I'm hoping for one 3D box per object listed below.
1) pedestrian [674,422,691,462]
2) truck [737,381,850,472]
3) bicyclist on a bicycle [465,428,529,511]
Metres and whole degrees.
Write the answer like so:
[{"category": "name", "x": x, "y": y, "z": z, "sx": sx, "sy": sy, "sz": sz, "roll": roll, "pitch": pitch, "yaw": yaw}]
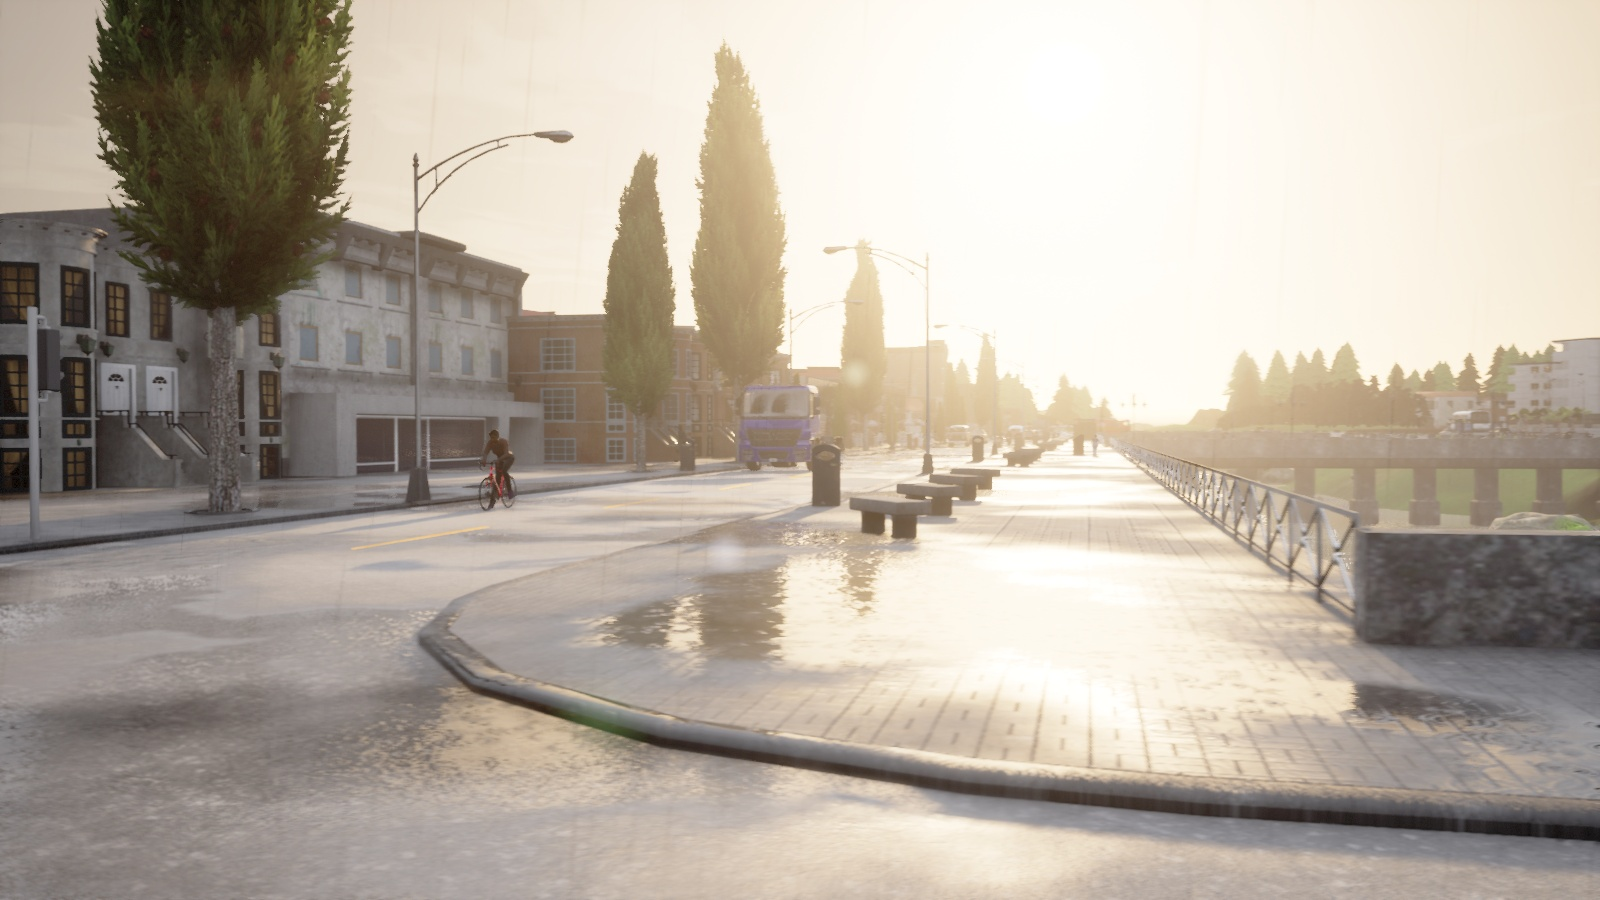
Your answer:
[{"category": "pedestrian", "x": -5.428, "y": -0.386, "z": 58.068, "sx": 0.370, "sy": 1.835, "sz": 0.726, "roll": 1, "pitch": 1, "yaw": 38}, {"category": "truck", "x": -0.098, "y": -0.957, "z": 51.598, "sx": 2.891, "sy": 3.462, "sz": 7.936, "roll": 0, "pitch": 1, "yaw": 13}, {"category": "bicyclist on a bicycle", "x": -6.138, "y": 0.360, "z": 25.499, "sx": 0.582, "sy": 1.620, "sz": 1.656, "roll": 0, "pitch": 1, "yaw": 13}]
